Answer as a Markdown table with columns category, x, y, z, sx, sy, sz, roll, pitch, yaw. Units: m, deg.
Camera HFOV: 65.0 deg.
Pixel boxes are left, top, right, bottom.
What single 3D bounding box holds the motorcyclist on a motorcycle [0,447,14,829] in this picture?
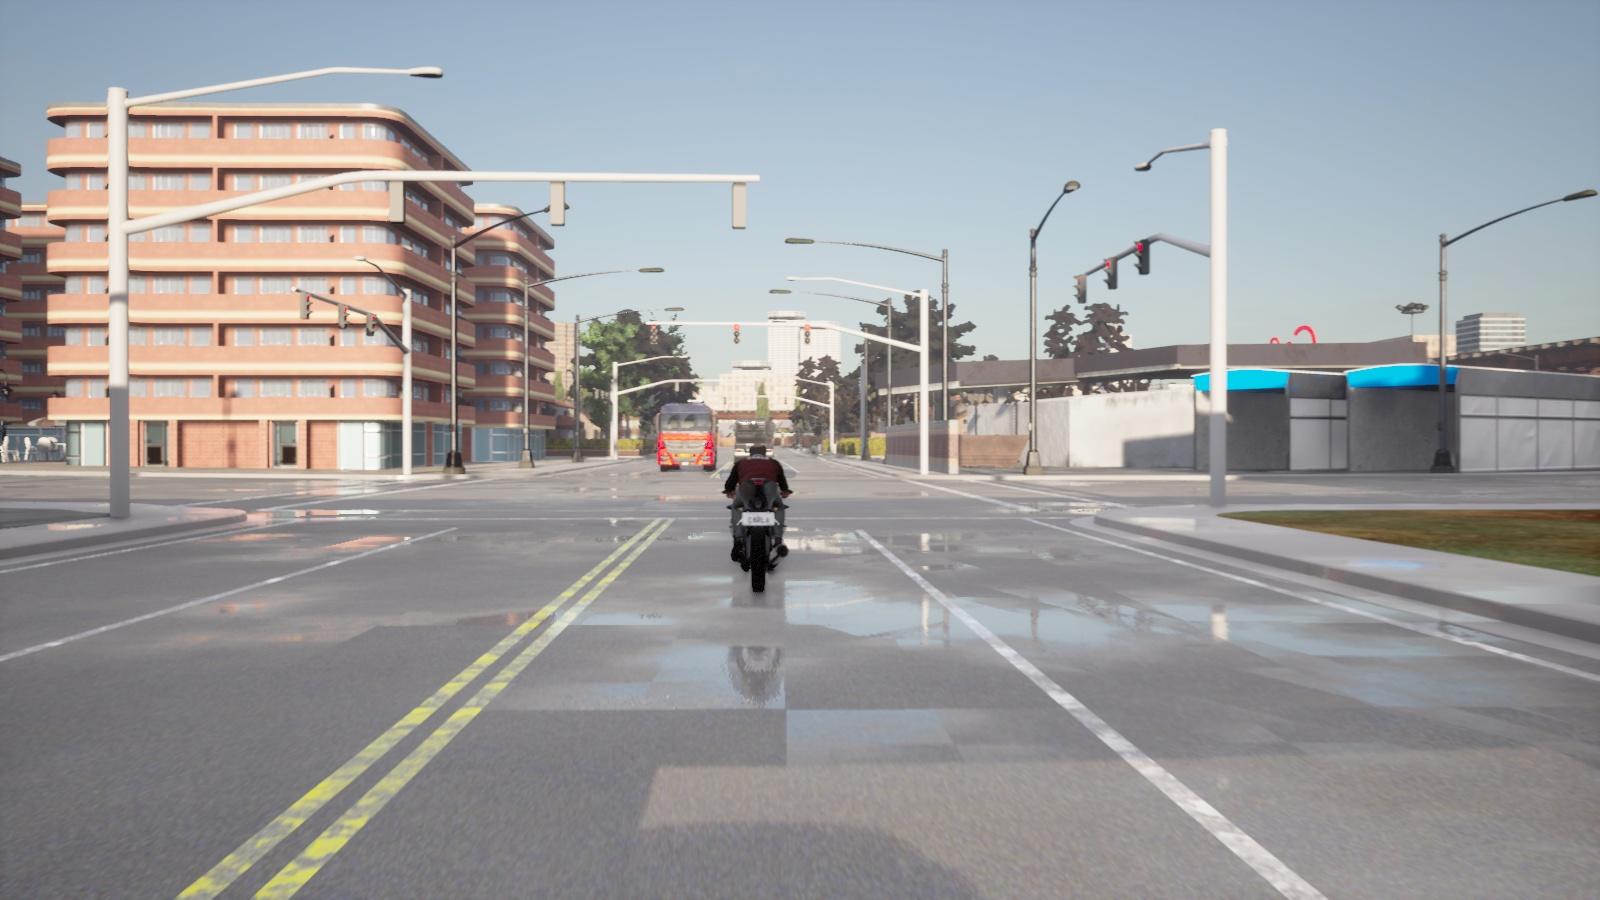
| category | x | y | z | sx | sy | sz | roll | pitch | yaw |
| --- | --- | --- | --- | --- | --- | --- | --- | --- | --- |
| motorcyclist on a motorcycle | -3.599 | 0.758 | 4.008 | 0.866 | 1.530 | 2.191 | 0 | 0 | -2 |

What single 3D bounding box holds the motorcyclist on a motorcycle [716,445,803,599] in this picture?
| category | x | y | z | sx | sy | sz | roll | pitch | yaw |
| --- | --- | --- | --- | --- | --- | --- | --- | --- | --- |
| motorcyclist on a motorcycle | -0.443 | 0.709 | 13.589 | 0.866 | 1.530 | 2.191 | 0 | 0 | -2 |

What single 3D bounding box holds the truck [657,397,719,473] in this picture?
| category | x | y | z | sx | sy | sz | roll | pitch | yaw |
| --- | --- | --- | --- | --- | --- | --- | --- | --- | --- |
| truck | -5.917 | -0.782 | 67.788 | 2.891 | 3.827 | 8.468 | 0 | 0 | -2 |

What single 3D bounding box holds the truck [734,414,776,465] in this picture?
| category | x | y | z | sx | sy | sz | roll | pitch | yaw |
| --- | --- | --- | --- | --- | --- | --- | --- | --- | --- |
| truck | -3.208 | -0.713 | 89.616 | 2.891 | 3.462 | 7.936 | 0 | 0 | -2 |
